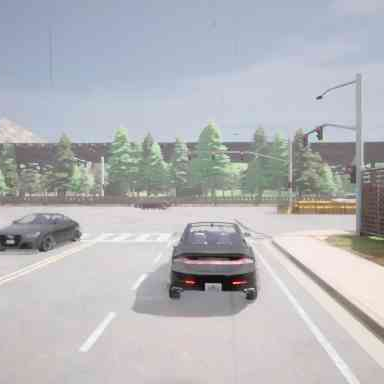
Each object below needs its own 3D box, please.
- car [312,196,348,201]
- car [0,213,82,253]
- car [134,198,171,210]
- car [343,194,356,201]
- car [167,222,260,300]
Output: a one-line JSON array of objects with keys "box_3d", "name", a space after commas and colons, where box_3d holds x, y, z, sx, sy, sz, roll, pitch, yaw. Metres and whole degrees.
[{"box_3d": [14.544, 1.491, 37.976, 4.902, 1.511, 2.128, 0, 0, 1], "name": "car"}, {"box_3d": [-6.201, 1.564, 13.684, 1.994, 1.385, 4.181, 0, 0, 6], "name": "car"}, {"box_3d": [-4.991, 1.525, 42.055, 4.674, 1.442, 1.812, 0, 0, 1], "name": "car"}, {"box_3d": [19.824, 1.222, 41.359, 5.566, 2.045, 2.150, 0, 0, 2], "name": "car"}, {"box_3d": [0.510, 1.492, 8.397, 2.128, 1.511, 4.902, 0, 0, 3], "name": "car"}]
